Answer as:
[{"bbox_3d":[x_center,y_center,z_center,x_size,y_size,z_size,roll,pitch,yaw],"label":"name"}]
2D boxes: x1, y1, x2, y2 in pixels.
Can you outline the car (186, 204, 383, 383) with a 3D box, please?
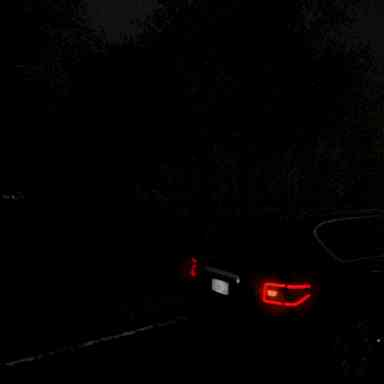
[{"bbox_3d":[2.526,1.224,5.537,5.566,2.045,2.150,0,0,-35],"label":"car"}]
